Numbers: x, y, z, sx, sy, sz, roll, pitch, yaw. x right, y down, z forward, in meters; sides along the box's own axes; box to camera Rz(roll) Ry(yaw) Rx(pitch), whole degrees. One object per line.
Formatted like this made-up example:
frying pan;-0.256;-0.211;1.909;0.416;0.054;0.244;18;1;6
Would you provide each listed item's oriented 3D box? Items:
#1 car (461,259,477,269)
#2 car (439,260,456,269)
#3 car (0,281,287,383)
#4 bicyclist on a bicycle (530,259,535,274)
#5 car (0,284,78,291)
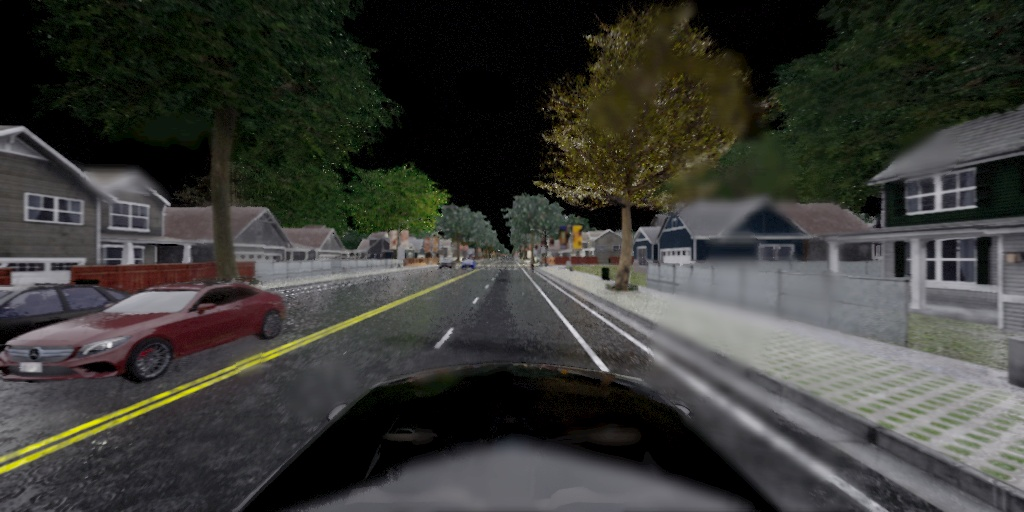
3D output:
car;-6.500;1.209;54.373;1.882;1.535;5.008;0;0;0
car;-9.747;1.276;54.636;2.033;1.411;5.357;0;0;0
car;-6.611;1.274;7.263;1.812;1.442;4.674;0;0;0
bicyclist on a bicycle;2.254;1.187;39.927;0.582;1.620;1.656;0;0;0
car;-9.849;1.296;7.167;2.033;1.411;5.357;0;0;0
